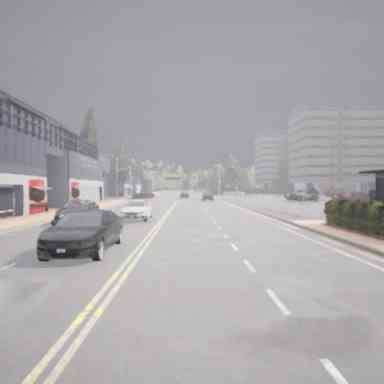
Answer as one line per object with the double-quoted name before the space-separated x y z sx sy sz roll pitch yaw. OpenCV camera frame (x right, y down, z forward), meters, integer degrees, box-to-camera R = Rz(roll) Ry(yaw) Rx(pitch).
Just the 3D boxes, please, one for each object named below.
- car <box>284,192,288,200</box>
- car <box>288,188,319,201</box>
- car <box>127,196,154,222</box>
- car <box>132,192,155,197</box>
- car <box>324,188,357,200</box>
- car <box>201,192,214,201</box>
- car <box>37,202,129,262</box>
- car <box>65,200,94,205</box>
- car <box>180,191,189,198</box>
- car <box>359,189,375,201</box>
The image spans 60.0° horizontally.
"car" 17.034 0.355 52.874 4.605 1.855 1.932 0 1 -2
"car" 17.095 0.394 49.980 3.866 1.878 1.905 0 1 -2
"car" -3.893 1.260 23.592 1.812 1.442 4.674 0 1 -1
"car" -10.398 0.648 71.370 5.008 1.535 1.882 0 1 13
"car" 29.665 0.144 67.482 5.566 2.045 2.150 0 1 -2
"car" 2.614 0.775 56.697 1.837 1.490 4.892 0 1 -2
"car" -3.747 1.357 11.924 1.882 1.535 5.008 0 1 -1
"car" -7.375 1.276 21.835 2.128 1.511 4.902 0 1 0
"car" -1.614 0.584 72.455 1.882 1.535 5.008 0 1 -3
"car" 17.913 0.632 30.375 3.866 1.878 1.905 0 1 -2
